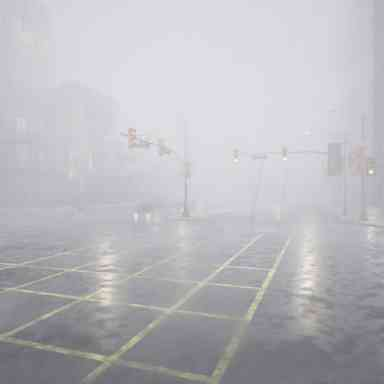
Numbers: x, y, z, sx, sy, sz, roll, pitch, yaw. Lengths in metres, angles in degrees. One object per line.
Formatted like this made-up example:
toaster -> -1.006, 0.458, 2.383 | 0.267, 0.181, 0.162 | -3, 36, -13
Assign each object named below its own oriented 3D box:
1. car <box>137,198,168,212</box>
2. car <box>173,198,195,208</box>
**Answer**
car -> -4.566, 1.477, 38.770 | 1.882, 1.535, 5.008 | 0, 0, 22
car -> -1.135, 1.600, 48.392 | 1.895, 1.301, 4.718 | 0, 0, 20
